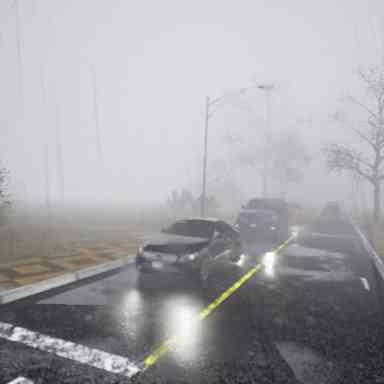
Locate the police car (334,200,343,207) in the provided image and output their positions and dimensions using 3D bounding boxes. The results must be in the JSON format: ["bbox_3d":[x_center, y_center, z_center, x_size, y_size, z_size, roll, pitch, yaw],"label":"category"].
[{"bbox_3d":[35.328,2.765,80.245,1.930,1.638,5.238,3,0,24],"label":"police car"}]

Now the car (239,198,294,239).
[{"bbox_3d":[4.213,1.366,19.141,2.150,2.045,5.566,3,0,24],"label":"car"}]

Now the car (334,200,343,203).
[{"bbox_3d":[19.351,2.088,45.976,2.097,1.767,4.553,3,0,24],"label":"car"}]

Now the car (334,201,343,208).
[{"bbox_3d":[32.873,2.754,74.650,1.837,1.490,4.892,3,0,24],"label":"car"}]

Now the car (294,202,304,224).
[{"bbox_3d":[8.318,1.652,28.503,2.097,1.767,4.553,3,0,24],"label":"car"}]

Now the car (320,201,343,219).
[{"bbox_3d":[15.178,2.107,36.363,1.812,1.442,4.674,3,0,24],"label":"car"}]

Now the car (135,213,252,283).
[{"bbox_3d":[0.184,1.517,9.996,1.812,1.442,4.674,3,0,25],"label":"car"}]
